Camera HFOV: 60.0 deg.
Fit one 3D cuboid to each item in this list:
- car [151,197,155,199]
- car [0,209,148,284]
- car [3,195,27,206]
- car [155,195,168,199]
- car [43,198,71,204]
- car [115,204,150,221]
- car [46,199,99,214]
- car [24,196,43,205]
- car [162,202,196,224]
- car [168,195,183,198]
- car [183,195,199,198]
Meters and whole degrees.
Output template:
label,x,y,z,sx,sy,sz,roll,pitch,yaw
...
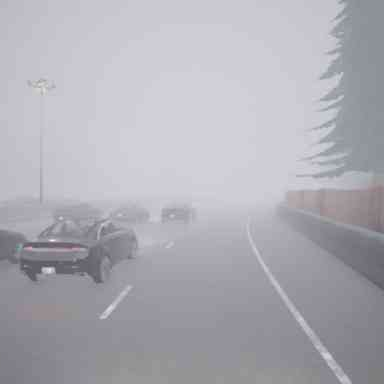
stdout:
label,x,y,z,sx,sy,sz,roll,pitch,yaw
car,-8.512,1.560,85.483,1.895,1.301,4.718,0,0,29
car,-2.922,1.484,9.606,2.128,1.511,4.902,0,0,4
car,-21.867,1.431,44.136,2.128,1.511,4.902,0,0,15
car,-6.287,1.434,82.313,2.128,1.511,4.902,0,0,29
car,-15.442,1.508,41.285,2.033,1.411,5.357,0,0,15
car,-4.558,1.556,24.614,1.994,1.385,4.181,0,0,10
car,-8.182,1.485,24.281,1.837,1.490,4.892,0,0,9
car,-18.670,1.552,42.636,1.895,1.301,4.718,0,0,15
car,-0.894,1.482,25.284,1.882,1.535,5.008,0,0,10
car,-3.049,1.399,80.930,1.837,1.490,4.892,0,0,29
car,0.570,1.538,80.215,2.033,1.411,5.357,0,0,29
